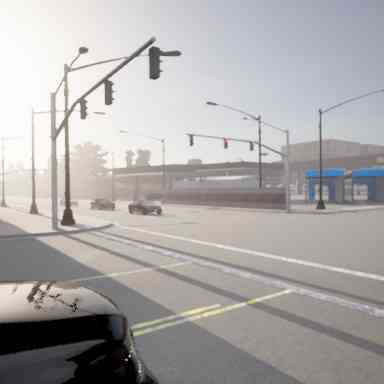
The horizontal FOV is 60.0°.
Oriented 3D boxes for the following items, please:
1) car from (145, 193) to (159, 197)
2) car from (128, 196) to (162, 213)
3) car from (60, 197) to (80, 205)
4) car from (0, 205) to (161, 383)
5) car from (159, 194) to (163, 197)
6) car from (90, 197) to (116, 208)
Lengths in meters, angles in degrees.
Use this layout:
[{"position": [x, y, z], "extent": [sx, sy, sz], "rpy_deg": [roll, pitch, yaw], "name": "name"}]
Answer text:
[{"position": [-8.659, 0.948, 78.061], "extent": [4.611, 1.667, 2.242], "rpy_deg": [-1, 0, -35], "name": "car"}, {"position": [-4.762, 1.457, 32.931], "extent": [1.812, 1.442, 4.674], "rpy_deg": [-1, 1, -37], "name": "car"}, {"position": [-19.497, 1.476, 52.704], "extent": [1.812, 1.442, 4.674], "rpy_deg": [-1, 1, -37], "name": "car"}, {"position": [-2.907, 1.221, 1.695], "extent": [5.566, 2.045, 2.150], "rpy_deg": [0, 0, -35], "name": "car"}, {"position": [-4.679, 1.096, 73.849], "extent": [3.806, 1.475, 1.970], "rpy_deg": [-1, 0, -35], "name": "car"}, {"position": [-11.195, 1.444, 41.556], "extent": [1.837, 1.490, 4.892], "rpy_deg": [-1, 0, -37], "name": "car"}]
